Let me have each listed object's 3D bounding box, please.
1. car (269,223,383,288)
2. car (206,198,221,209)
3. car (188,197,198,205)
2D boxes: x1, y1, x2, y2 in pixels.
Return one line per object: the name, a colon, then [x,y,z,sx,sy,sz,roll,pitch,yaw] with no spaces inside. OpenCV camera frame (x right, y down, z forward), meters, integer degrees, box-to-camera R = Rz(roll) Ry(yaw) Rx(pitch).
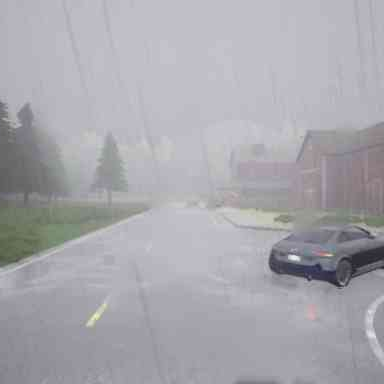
car: [4.089,1.563,9.420,4.181,1.385,1.994,-1,0,-38]
car: [3.001,1.608,47.078,1.816,1.474,4.193,-6,0,-2]
car: [0.139,1.683,63.055,1.882,1.535,5.008,0,0,0]
